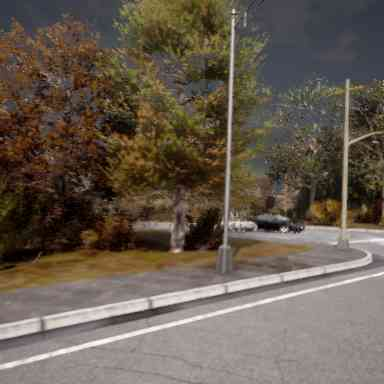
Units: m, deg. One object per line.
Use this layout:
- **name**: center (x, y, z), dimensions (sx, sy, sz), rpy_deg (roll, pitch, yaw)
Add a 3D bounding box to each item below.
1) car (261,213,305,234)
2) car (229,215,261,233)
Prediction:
- **car**: center (6.844, 2.533, 27.307), dimensions (1.882, 1.535, 5.008), rpy_deg (4, -4, -38)
- **car**: center (2.861, 2.570, 26.746), dimensions (1.895, 1.301, 4.718), rpy_deg (4, -5, -38)
